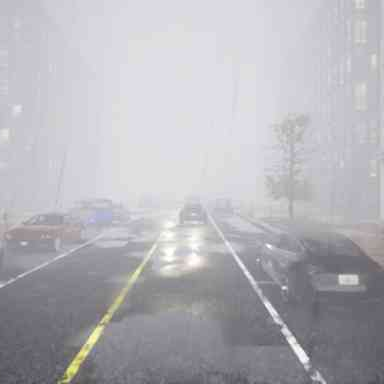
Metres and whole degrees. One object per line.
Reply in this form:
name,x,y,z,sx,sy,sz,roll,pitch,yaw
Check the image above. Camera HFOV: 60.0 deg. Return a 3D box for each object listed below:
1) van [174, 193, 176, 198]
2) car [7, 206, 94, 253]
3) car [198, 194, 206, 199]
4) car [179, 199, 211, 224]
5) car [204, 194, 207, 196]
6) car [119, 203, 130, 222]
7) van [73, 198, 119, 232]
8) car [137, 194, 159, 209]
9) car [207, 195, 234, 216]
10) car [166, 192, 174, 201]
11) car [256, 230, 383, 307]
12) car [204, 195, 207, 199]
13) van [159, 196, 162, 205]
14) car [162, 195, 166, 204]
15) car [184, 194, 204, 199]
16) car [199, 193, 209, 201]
van,-5.692,0.978,87.501,1.690,1.788,3.998,0,0,0
car,-5.688,1.494,13.504,1.887,1.381,4.507,0,0,0
car,2.687,1.163,93.178,2.008,1.369,4.403,0,0,0
car,0.099,1.471,24.159,1.994,1.385,4.181,0,0,0
car,2.690,1.335,47.813,1.752,1.417,4.829,0,0,0
car,-5.689,1.486,24.889,1.802,1.307,4.206,0,0,0
van,-5.687,1.268,19.196,1.690,1.788,3.998,0,0,0
car,-5.689,1.274,41.964,1.967,1.590,4.097,0,0,0
car,2.692,1.322,30.566,1.967,1.590,4.097,0,0,0
car,-5.692,1.214,75.947,1.752,1.417,4.829,0,0,0
car,2.693,1.537,7.800,1.947,1.339,4.313,0,0,0
car,2.691,1.416,41.951,1.802,1.307,4.206,0,0,0
van,-5.689,1.151,47.657,1.690,1.788,3.998,0,0,0
car,-5.691,1.352,53.350,1.947,1.339,4.313,0,0,0
car,0.096,1.189,41.204,2.097,1.767,4.553,0,0,0
car,2.689,1.128,76.102,1.967,1.590,4.097,0,0,0
